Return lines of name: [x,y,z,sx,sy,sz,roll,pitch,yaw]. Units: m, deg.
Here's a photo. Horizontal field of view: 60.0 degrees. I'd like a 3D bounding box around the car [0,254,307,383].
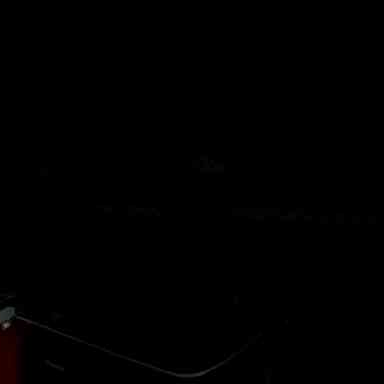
car: [-0.994,1.440,3.671,4.097,1.590,1.967,0,0,35]
